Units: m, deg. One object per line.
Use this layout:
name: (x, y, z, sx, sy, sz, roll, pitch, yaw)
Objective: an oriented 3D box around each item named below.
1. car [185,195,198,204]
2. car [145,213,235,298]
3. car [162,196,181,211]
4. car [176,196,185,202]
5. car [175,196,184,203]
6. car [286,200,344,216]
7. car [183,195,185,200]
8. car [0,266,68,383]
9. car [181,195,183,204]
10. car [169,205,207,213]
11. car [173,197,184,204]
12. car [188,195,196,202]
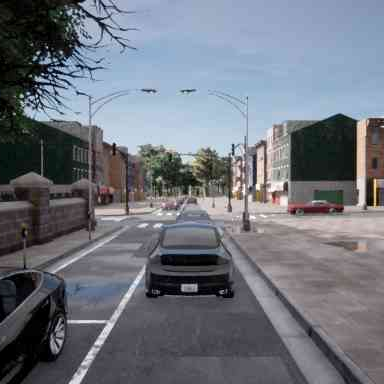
car: (0.019, 1.581, 64.757, 2.128, 1.511, 4.902, 0, 0, 0)
car: (-0.033, 1.505, 8.491, 1.837, 1.490, 4.892, 0, 0, 0)
car: (-2.699, 1.479, 41.515, 1.967, 1.590, 4.097, -1, 0, 0)
car: (-2.746, 1.693, 79.558, 1.947, 1.339, 4.313, -1, 0, 0)
car: (-2.739, 1.658, 74.123, 1.887, 1.381, 4.507, -1, 0, 0)
car: (10.920, 1.429, 29.802, 4.718, 1.301, 1.895, -1, 1, 0)
car: (-2.726, 1.630, 63.253, 1.887, 1.381, 4.507, -1, 0, 0)
car: (-2.648, 1.565, 3.195, 1.947, 1.339, 4.313, -1, 0, 0)
car: (-2.706, 1.489, 46.949, 1.967, 1.590, 4.097, -1, 0, 0)
car: (0.079, 1.553, 15.936, 2.033, 1.411, 5.357, 0, 0, 0)
car: (-2.733, 1.650, 68.688, 2.008, 1.369, 4.403, -1, 0, 0)
car: (-0.103, 1.612, 82.093, 1.882, 1.535, 5.008, 0, 0, 0)
